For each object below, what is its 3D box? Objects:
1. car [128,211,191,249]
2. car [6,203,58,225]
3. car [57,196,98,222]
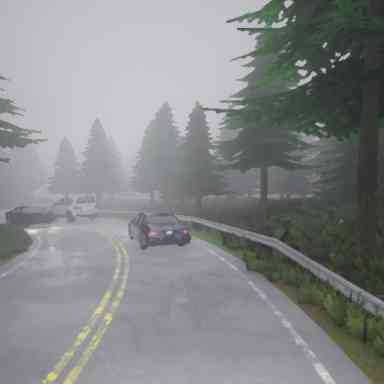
[{"bbox_3d":[-1.608,1.535,14.540,2.033,1.411,5.357,-2,1,-18],"label":"car"},{"bbox_3d":[-12.874,1.856,26.125,5.008,1.535,1.882,-3,2,42],"label":"car"},{"bbox_3d":[-10.009,1.379,27.798,5.566,2.045,2.150,-2,2,44],"label":"car"}]
